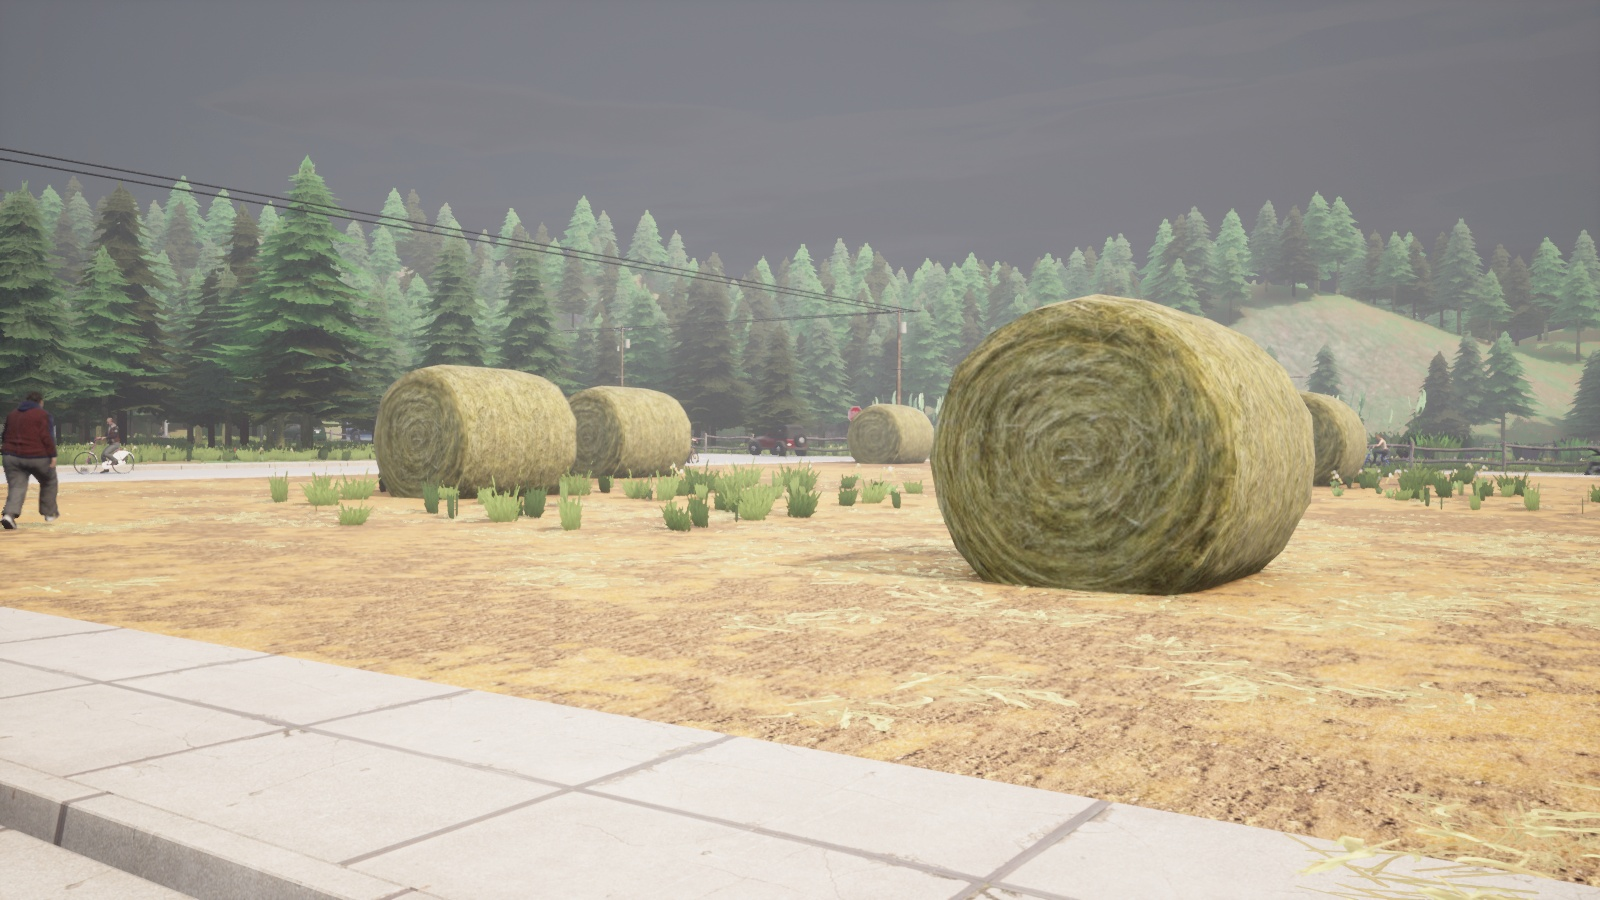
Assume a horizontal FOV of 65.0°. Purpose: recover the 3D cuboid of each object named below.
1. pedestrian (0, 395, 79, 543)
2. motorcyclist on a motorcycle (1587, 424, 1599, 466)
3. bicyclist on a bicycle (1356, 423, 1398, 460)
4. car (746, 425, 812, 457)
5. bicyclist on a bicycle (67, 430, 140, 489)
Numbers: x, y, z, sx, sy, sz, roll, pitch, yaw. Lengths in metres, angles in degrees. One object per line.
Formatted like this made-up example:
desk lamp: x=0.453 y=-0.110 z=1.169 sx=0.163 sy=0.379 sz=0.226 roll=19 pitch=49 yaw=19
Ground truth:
pedestrian: x=-9.875 y=0.237 z=16.162 sx=0.634 sy=1.844 sz=0.899 roll=-1 pitch=1 yaw=0
motorcyclist on a motorcycle: x=30.348 y=-0.196 z=46.292 sx=2.191 sy=1.530 sz=0.866 roll=0 pitch=1 yaw=38
bicyclist on a bicycle: x=25.136 y=-0.366 z=54.702 sx=1.509 sy=1.612 sz=0.866 roll=0 pitch=1 yaw=38
car: x=-1.268 y=-0.542 z=74.786 sx=1.905 sy=1.878 sz=3.866 roll=-1 pitch=1 yaw=-42
bicyclist on a bicycle: x=-21.509 y=0.277 z=38.810 sx=0.659 sy=1.776 sz=1.843 roll=0 pitch=1 yaw=35
